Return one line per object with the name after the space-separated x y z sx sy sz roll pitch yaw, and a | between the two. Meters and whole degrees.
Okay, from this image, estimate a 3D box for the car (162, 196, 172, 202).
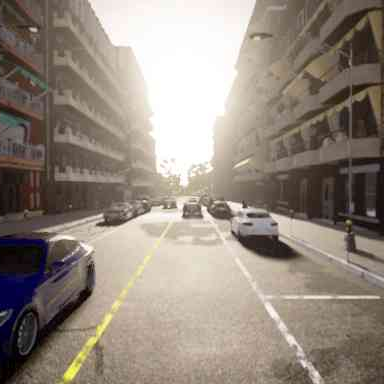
-5.703 1.526 75.924 1.947 1.339 4.313 -1 0 0 | car

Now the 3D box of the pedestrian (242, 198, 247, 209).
3.001 1.285 19.312 0.375 1.860 0.375 -1 1 0 | pedestrian

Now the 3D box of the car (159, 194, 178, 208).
-3.078 1.467 47.212 2.128 1.511 4.902 0 0 0 | car

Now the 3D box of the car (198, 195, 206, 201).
2.677 1.498 87.021 1.887 1.381 4.507 -1 0 0 | car

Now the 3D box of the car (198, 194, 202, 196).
0.046 1.454 46.839 1.882 1.535 5.008 0 0 1 | car

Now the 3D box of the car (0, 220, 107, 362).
-3.100 1.524 6.016 1.812 1.442 4.674 0 1 0 | car

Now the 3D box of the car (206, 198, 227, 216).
2.676 1.551 31.779 1.947 1.339 4.313 -1 0 0 | car

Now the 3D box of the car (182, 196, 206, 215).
0.035 1.476 33.170 2.128 1.511 4.902 0 0 1 | car

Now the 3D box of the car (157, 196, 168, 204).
-5.703 1.511 64.876 1.887 1.381 4.507 -1 0 0 | car

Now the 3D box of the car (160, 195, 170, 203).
-5.704 1.489 70.231 1.752 1.417 4.829 -1 0 0 | car

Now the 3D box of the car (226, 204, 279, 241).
3.000 1.519 16.491 1.812 1.442 4.674 0 0 0 | car

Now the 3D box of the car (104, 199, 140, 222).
-5.704 1.538 26.208 2.008 1.369 4.403 -1 0 0 | car

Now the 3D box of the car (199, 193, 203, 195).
2.672 1.282 64.924 2.192 1.841 5.009 -1 0 0 | car

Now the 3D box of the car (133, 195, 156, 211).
-5.708 1.296 37.255 2.192 1.841 5.009 -1 0 0 | car

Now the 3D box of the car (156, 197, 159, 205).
-5.703 1.523 53.827 2.008 1.369 4.403 -1 0 0 | car

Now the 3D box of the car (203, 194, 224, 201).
2.672 1.297 37.303 2.192 1.841 5.009 -1 0 0 | car

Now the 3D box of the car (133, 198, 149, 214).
-5.704 1.535 31.731 2.008 1.369 4.403 -1 0 0 | car

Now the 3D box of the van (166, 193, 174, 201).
-5.706 1.294 86.973 1.690 1.788 3.998 -1 0 0 | van

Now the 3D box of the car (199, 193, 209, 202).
2.672 1.276 75.973 2.192 1.841 5.009 -1 0 0 | car
